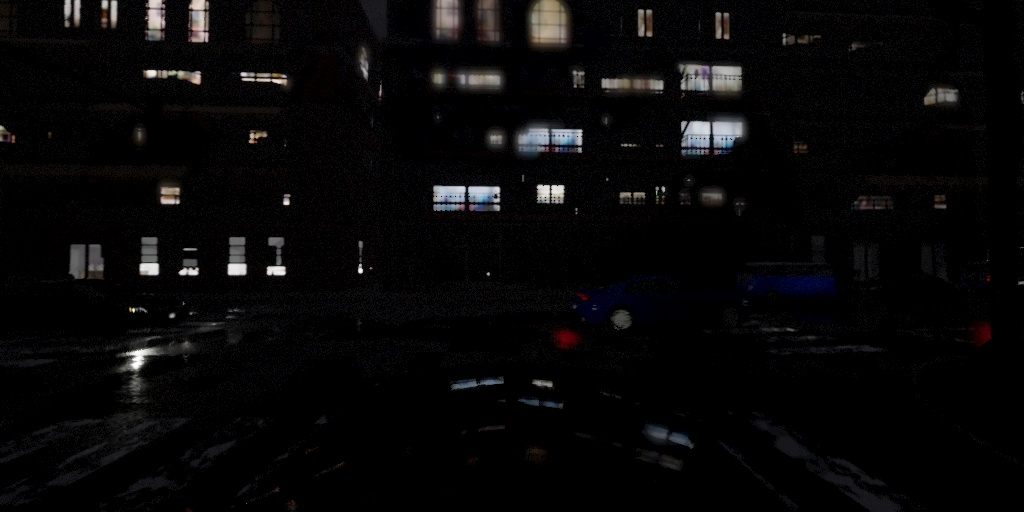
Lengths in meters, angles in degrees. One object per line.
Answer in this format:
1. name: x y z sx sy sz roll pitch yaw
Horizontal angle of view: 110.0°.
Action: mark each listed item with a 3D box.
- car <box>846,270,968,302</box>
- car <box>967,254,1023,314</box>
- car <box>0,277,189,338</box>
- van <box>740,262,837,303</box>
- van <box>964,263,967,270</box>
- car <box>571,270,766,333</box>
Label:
1. car: 17.978 1.391 16.603 4.207 1.307 1.802 0 0 -3
2. car: 18.517 0.937 11.330 5.566 2.045 2.150 0 -1 -3
3. car: -11.718 1.367 9.792 4.674 1.442 1.812 0 -1 -3
4. van: 12.345 1.172 16.318 3.998 1.789 1.690 0 0 -3
5. van: 23.611 1.129 16.889 3.998 1.789 1.690 0 0 -3
6. car: 4.296 1.291 10.594 5.008 1.535 1.882 -1 -1 -3
